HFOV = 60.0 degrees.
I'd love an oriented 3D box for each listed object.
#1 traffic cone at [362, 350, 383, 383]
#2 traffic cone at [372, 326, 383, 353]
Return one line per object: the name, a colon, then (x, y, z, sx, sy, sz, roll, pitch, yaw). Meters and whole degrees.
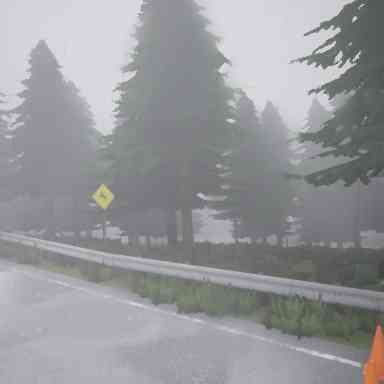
traffic cone: (1.777, 1.956, 3.285, 0.340, 0.580, 0.340, 0, 0, 34)
traffic cone: (2.323, 1.956, 4.120, 0.340, 0.580, 0.340, 0, 0, 34)
